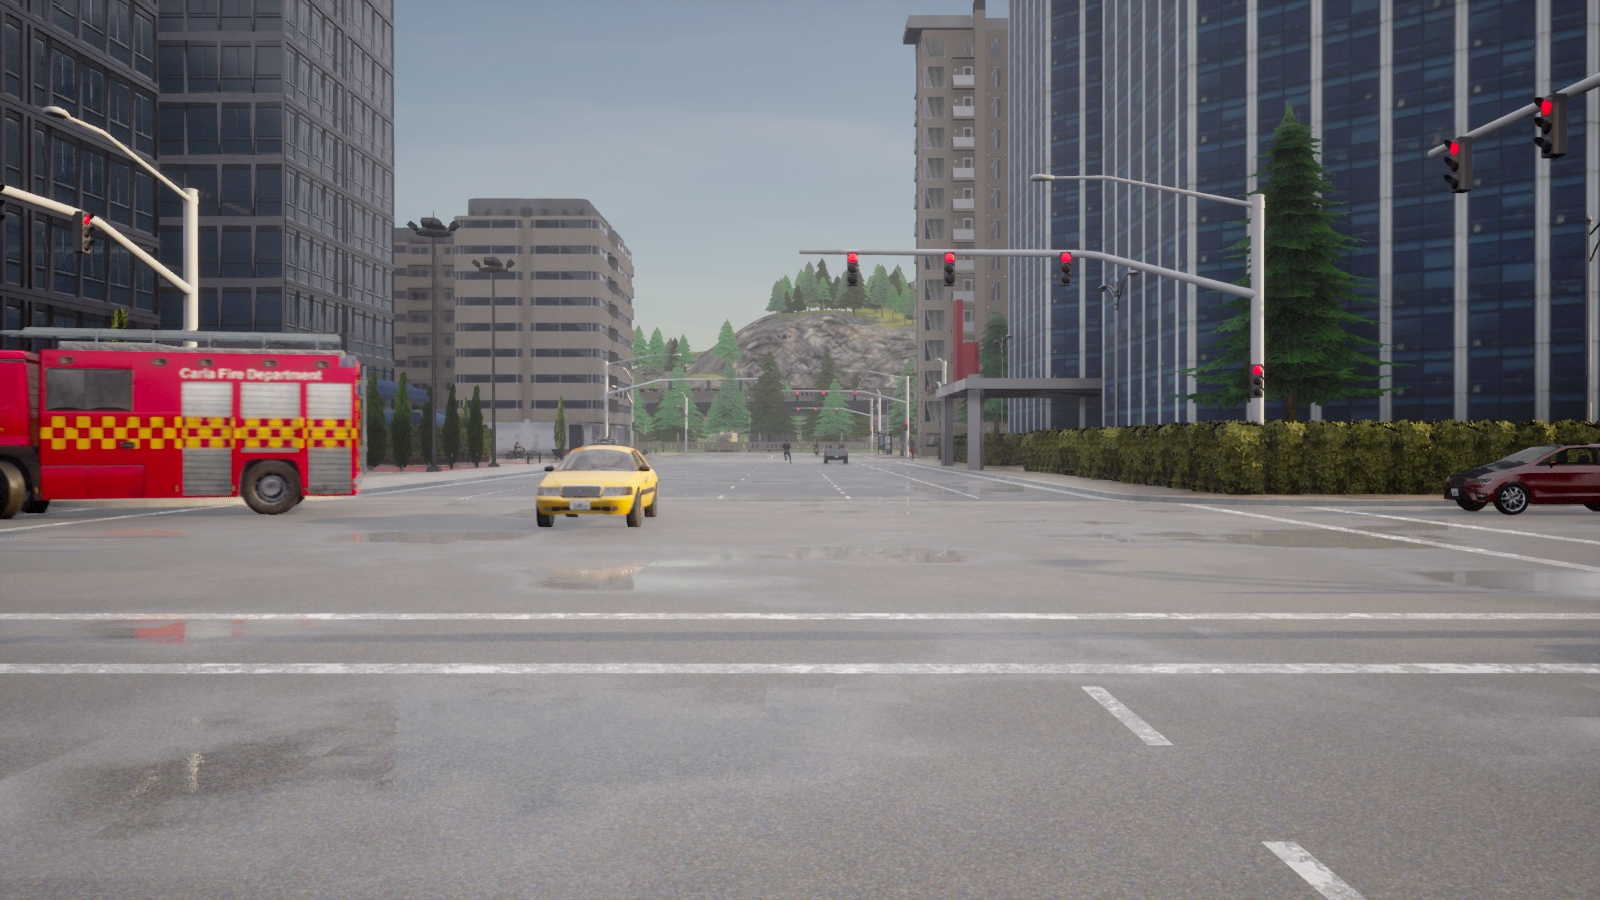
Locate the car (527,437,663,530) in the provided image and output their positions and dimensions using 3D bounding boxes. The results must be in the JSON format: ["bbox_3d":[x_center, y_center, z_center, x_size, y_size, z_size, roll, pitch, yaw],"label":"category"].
[{"bbox_3d":[-3.743,0.548,23.836,1.801,1.575,5.366,0,0,-1],"label":"car"}]

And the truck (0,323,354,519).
[{"bbox_3d":[-13.985,-0.579,26.501,8.468,3.827,2.891,0,1,-16],"label":"truck"}]

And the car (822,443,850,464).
[{"bbox_3d":[2.553,0.252,90.334,1.845,1.501,3.633,0,0,-1],"label":"car"}]

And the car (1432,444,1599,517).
[{"bbox_3d":[15.923,0.623,26.546,4.193,1.474,1.816,0,0,0],"label":"car"}]
